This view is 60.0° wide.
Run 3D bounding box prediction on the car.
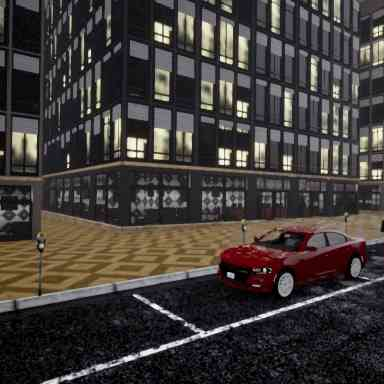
[{"bbox_3d":[2.665,1.547,8.454,4.507,1.381,1.887,0,1,-36],"label":"car"}]
